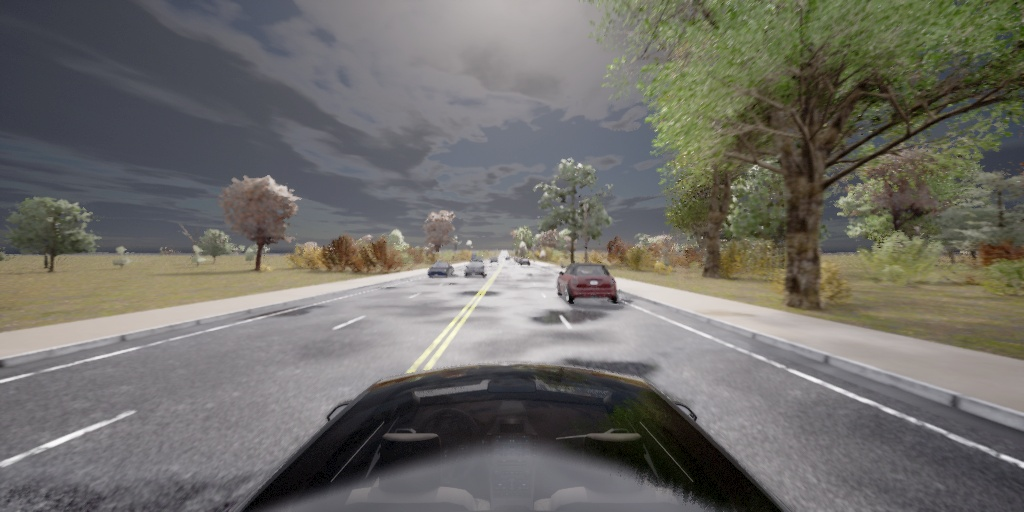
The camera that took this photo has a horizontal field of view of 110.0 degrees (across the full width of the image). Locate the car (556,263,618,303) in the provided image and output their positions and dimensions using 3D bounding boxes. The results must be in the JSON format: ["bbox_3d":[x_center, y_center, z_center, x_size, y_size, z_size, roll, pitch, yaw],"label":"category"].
[{"bbox_3d":[3.330,1.104,16.716,2.097,1.767,4.553,0,0,0],"label":"car"}]

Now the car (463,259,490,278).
[{"bbox_3d":[-3.427,1.273,34.222,1.812,1.442,4.674,0,0,0],"label":"car"}]

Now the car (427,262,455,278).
[{"bbox_3d":[-6.678,1.295,34.282,2.033,1.411,5.357,0,0,0],"label":"car"}]
